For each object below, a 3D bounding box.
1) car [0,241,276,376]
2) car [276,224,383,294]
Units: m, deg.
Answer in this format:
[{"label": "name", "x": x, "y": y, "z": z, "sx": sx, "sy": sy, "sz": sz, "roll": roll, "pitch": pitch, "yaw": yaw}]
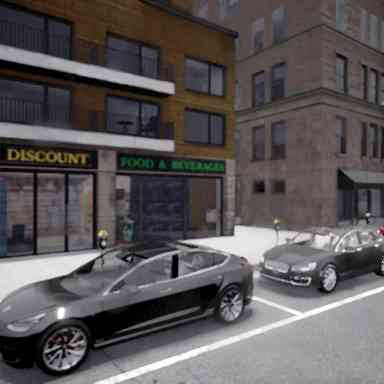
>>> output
[{"label": "car", "x": -0.842, "y": 1.572, "z": 5.588, "sx": 4.313, "sy": 1.339, "sz": 1.947, "roll": 0, "pitch": 0, "yaw": -35}, {"label": "car", "x": 3.661, "y": 1.572, "z": 8.777, "sx": 4.403, "sy": 1.369, "sz": 2.008, "roll": 0, "pitch": 0, "yaw": -35}]
